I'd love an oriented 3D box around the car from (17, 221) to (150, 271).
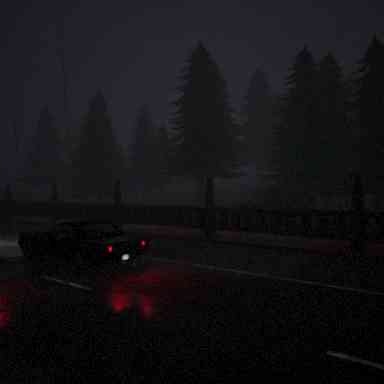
[{"bbox_3d":[-3.730,1.602,10.949,4.718,1.301,1.895,0,0,36],"label":"car"}]
